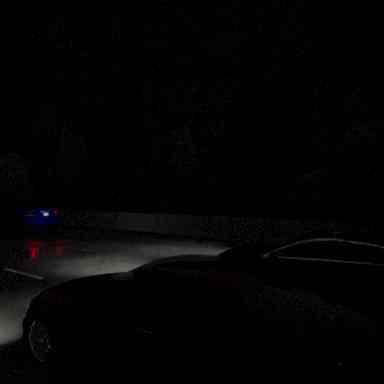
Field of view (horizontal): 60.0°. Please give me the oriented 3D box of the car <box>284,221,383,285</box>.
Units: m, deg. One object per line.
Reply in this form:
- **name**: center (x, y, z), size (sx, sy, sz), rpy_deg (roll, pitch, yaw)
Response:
- **car**: center (5.107, 1.606, 8.948), size (4.718, 1.301, 1.895), rpy_deg (0, 0, 36)

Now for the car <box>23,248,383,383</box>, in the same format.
- **car**: center (-0.191, 1.541, 4.129), size (4.674, 1.442, 1.812), rpy_deg (0, 0, 36)

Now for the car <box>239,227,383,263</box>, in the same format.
- **car**: center (2.633, 1.500, 6.414), size (4.902, 1.511, 2.128), rpy_deg (0, 0, 36)

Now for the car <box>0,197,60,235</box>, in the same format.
- **car**: center (-10.240, 1.346, 19.899), size (5.566, 2.045, 2.150), rpy_deg (0, 0, 36)
